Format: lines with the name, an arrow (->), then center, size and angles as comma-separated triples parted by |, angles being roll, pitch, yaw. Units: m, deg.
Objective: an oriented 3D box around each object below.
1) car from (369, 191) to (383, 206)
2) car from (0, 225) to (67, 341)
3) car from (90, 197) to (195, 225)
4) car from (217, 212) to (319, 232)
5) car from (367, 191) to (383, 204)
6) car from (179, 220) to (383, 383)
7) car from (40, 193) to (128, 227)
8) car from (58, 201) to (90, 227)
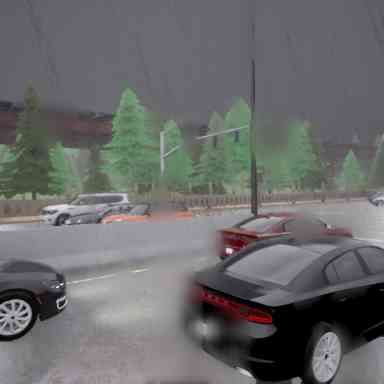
car -> 21.972, 0.829, 36.982 | 4.674, 1.442, 1.812 | -1, 1, -36
car -> -4.424, 1.504, 4.895 | 4.892, 1.490, 1.837 | 0, 0, -35
car -> -2.029, 1.250, 15.464 | 4.553, 1.767, 2.097 | -1, 1, -36
car -> 2.999, 1.358, 10.238 | 5.008, 1.535, 1.882 | -1, 1, -35
car -> 24.987, 0.691, 43.449 | 4.892, 1.490, 1.837 | -2, 1, -36
car -> 2.157, 1.421, 5.351 | 5.008, 1.535, 1.882 | -1, 1, -35
car -> -6.449, 1.129, 20.910 | 5.566, 2.045, 2.150 | -1, 1, -36
car -> -4.306, 1.396, 18.138 | 4.902, 1.511, 2.128 | -1, 1, -36
